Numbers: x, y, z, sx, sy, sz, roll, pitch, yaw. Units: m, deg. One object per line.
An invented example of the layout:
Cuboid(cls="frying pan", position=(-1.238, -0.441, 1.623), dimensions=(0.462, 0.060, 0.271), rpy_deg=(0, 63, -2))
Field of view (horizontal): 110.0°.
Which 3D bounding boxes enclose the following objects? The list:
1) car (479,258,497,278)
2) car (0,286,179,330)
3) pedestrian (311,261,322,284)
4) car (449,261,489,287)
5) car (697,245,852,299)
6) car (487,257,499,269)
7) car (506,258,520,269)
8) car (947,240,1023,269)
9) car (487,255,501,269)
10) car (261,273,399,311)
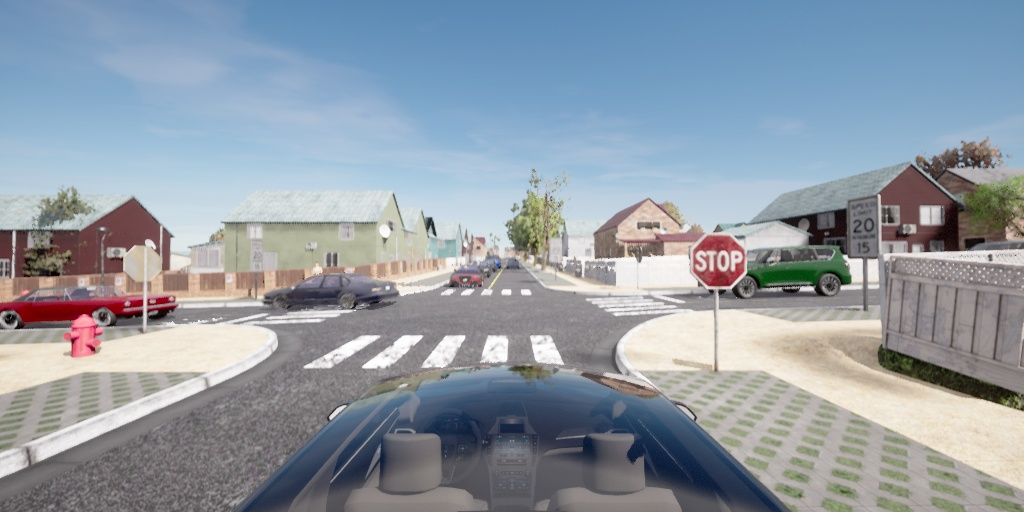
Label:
Cuboid(cls="car", position=(-2.809, 1.153, 32.418), dimensions=(2.128, 1.511, 4.902), rpy_deg=(0, 0, 0))
Cuboid(cls="car", position=(-14.107, 1.641, 11.913), dimensions=(4.718, 1.301, 1.895), rpy_deg=(-2, -1, 1))
Cuboid(cls="pedestrian", position=(-9.672, 1.164, 17.823), dimensions=(0.375, 1.860, 0.375), rpy_deg=(0, 1, 0))
Cuboid(cls="car", position=(-2.825, 1.252, 23.452), dimensions=(1.994, 1.385, 4.181), rpy_deg=(0, 0, 0))
Cuboid(cls="car", position=(10.820, 0.634, 14.995), dimensions=(5.566, 2.045, 2.150), rpy_deg=(-2, -1, -1))
Cuboid(cls="car", position=(-2.794, 1.157, 42.286), dimensions=(1.812, 1.442, 4.674), rpy_deg=(0, 0, 0))
Cuboid(cls="car", position=(0.161, 1.146, 52.458), dimensions=(2.033, 1.411, 5.357), rpy_deg=(0, 0, 0))
Cuboid(cls="car", position=(21.023, 0.359, 15.055), dimensions=(5.566, 2.045, 2.150), rpy_deg=(-2, -1, 0))
Cuboid(cls="car", position=(-2.758, 0.818, 52.990), dimensions=(2.150, 2.045, 5.566), rpy_deg=(0, 0, 0))
Cuboid(cls="car", position=(-7.484, 1.441, 14.884), dimensions=(5.357, 1.411, 2.033), rpy_deg=(-2, -1, 11))
